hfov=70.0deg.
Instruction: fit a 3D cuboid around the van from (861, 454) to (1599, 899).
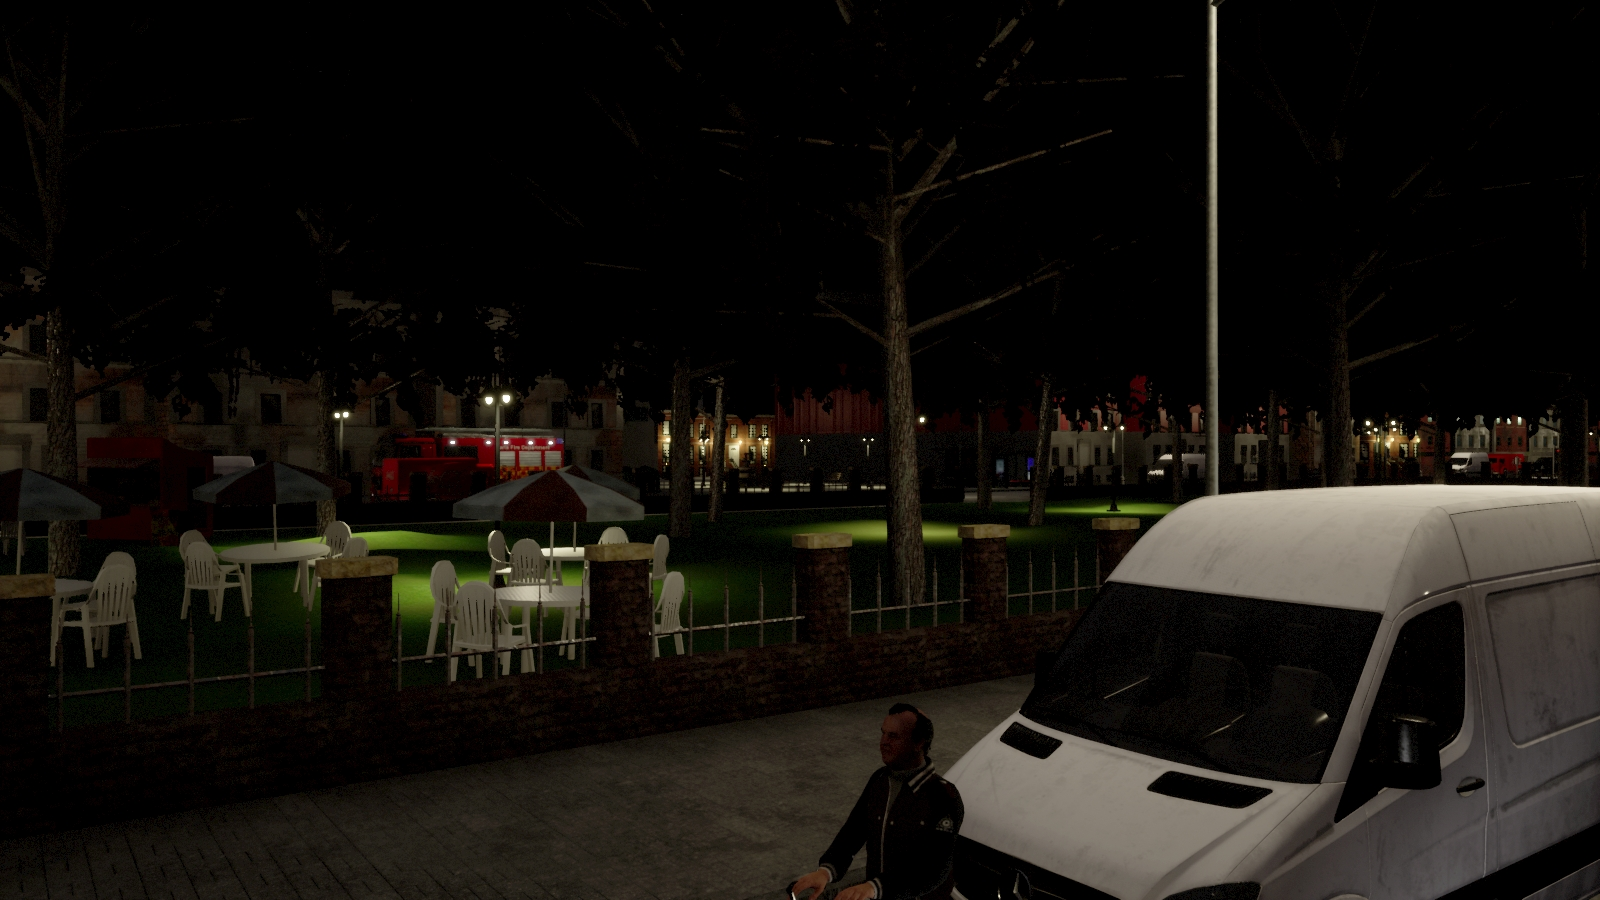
[{"bbox_3d":[3.302,1.314,6.746,5.915,2.561,1.988,0,0,-35],"label":"van"}]
